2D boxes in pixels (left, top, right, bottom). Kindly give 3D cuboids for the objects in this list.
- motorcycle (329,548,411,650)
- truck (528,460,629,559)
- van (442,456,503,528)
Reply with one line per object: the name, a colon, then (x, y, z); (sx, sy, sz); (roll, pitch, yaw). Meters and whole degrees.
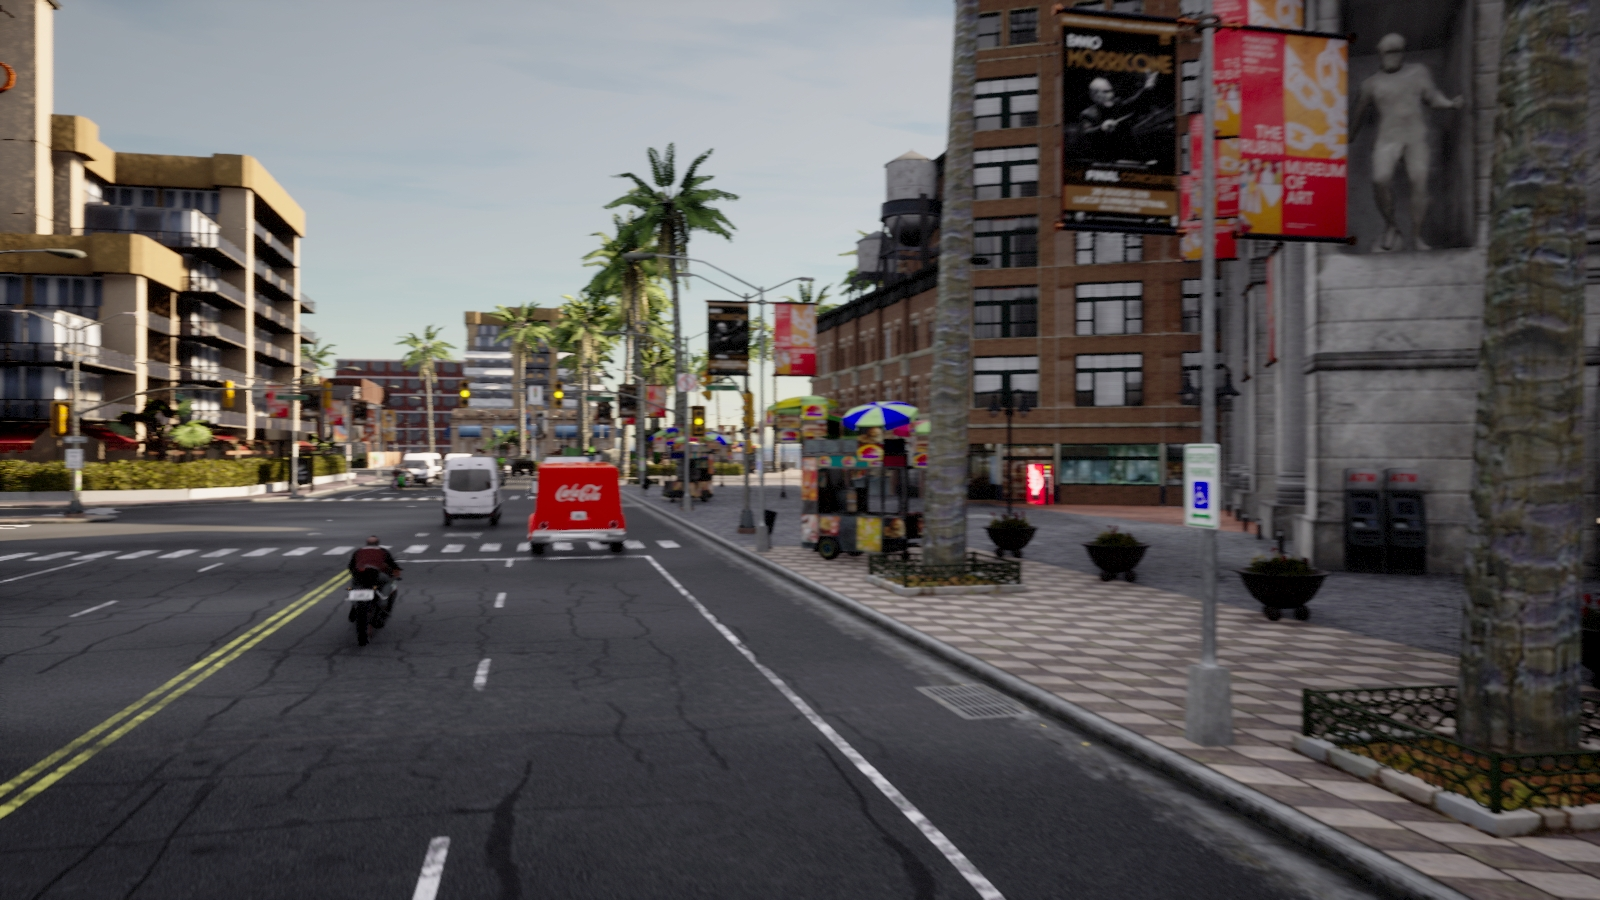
motorcycle: (-6.500, 2.214, 17.394); (0.867, 1.251, 2.209); (0, 0, -13)
truck: (-6.413, 1.589, 32.706); (2.627, 2.467, 5.204); (0, 1, -13)
van: (-12.759, 1.551, 44.791); (1.988, 2.561, 5.915); (0, 0, -13)
